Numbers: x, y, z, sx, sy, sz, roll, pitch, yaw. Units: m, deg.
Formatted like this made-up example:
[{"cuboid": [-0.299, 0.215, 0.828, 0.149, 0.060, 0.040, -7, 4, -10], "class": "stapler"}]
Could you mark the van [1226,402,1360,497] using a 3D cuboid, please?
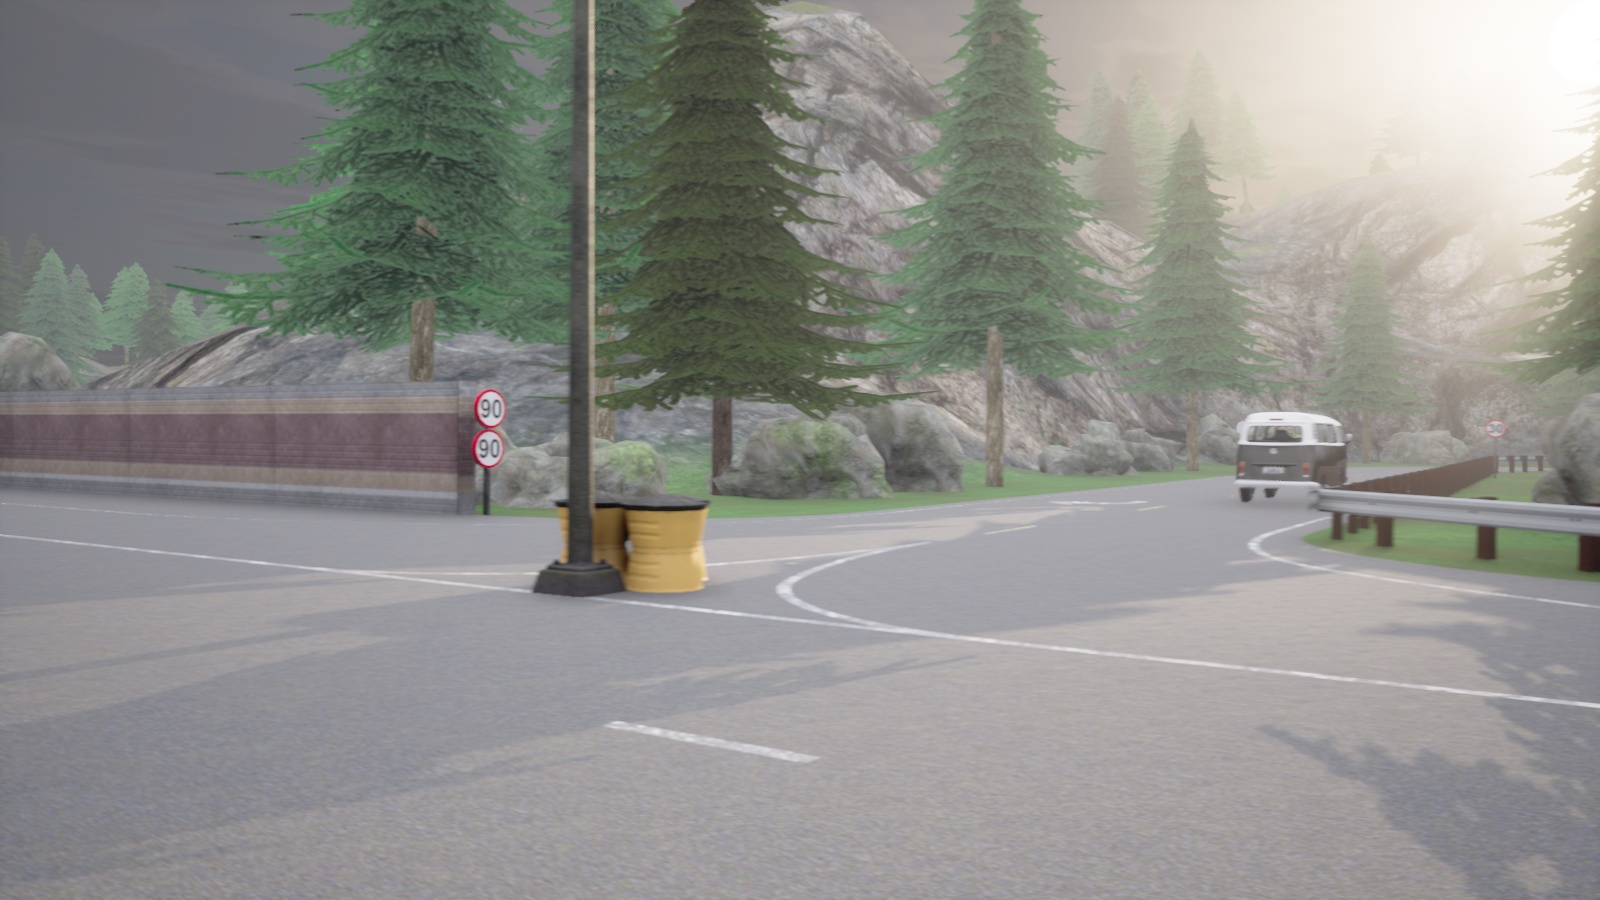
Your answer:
[{"cuboid": [11.536, -0.045, 29.200, 2.069, 2.038, 4.480, 0, 1, 32], "class": "van"}]
